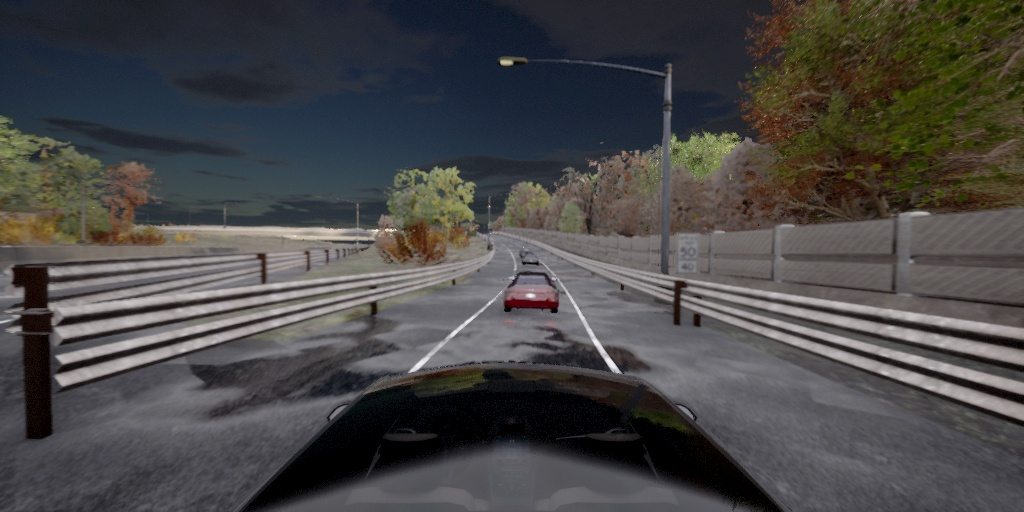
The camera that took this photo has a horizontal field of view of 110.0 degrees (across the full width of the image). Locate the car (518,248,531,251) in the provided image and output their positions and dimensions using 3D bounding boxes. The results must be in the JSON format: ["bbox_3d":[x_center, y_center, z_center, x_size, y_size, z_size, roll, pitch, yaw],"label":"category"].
[{"bbox_3d":[2.021,-0.451,53.210,2.128,1.511,4.902,1,5,-2],"label":"car"}]

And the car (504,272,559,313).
[{"bbox_3d":[0.794,1.308,14.196,1.994,1.385,4.181,1,0,5],"label":"car"}]

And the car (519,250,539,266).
[{"bbox_3d":[2.147,0.356,42.786,1.994,1.385,4.181,1,3,0],"label":"car"}]
